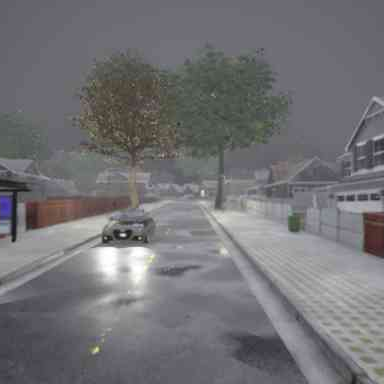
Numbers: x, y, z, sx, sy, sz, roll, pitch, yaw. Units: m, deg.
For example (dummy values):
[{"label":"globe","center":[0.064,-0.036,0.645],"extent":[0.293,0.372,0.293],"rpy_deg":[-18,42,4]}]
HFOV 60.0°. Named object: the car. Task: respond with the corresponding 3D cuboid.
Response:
[{"label":"car","center":[-2.823,1.572,15.592],"extent":[1.994,1.385,4.181],"rpy_deg":[0,0,0]}]
